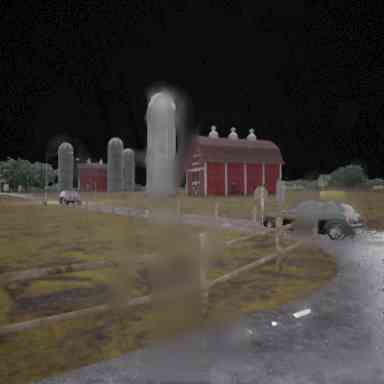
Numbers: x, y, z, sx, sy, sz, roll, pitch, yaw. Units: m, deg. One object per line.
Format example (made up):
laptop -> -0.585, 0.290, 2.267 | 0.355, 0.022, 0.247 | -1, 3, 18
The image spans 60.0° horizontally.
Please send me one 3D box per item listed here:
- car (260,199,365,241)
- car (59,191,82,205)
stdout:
car -> 5.563, 1.189, 15.833 | 4.553, 1.767, 2.097 | 1, -1, 41
car -> -18.346, 0.876, 50.109 | 2.150, 2.045, 5.566 | 1, 0, -36
